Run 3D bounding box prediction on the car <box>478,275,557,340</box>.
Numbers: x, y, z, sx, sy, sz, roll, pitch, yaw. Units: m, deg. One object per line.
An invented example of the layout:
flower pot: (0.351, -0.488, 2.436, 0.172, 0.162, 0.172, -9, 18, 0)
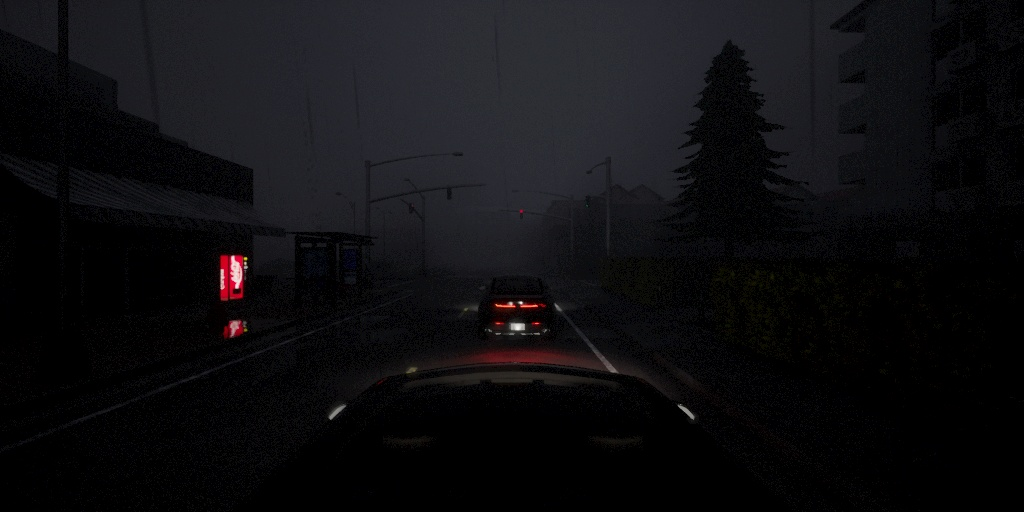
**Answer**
car: (0.118, 1.255, 10.022, 1.837, 1.490, 4.892, 0, 0, 0)
